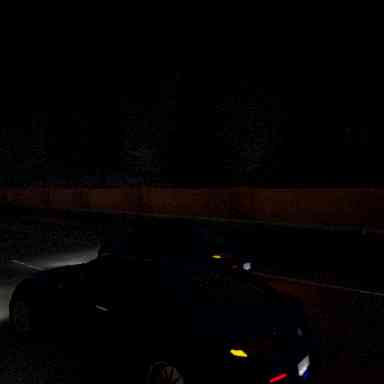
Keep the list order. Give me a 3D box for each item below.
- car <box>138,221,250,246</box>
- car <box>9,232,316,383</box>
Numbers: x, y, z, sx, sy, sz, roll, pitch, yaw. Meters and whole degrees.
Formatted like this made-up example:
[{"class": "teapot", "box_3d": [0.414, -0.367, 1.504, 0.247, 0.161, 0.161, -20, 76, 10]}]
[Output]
[{"class": "car", "box_3d": [-0.560, 1.507, 8.964, 4.674, 1.442, 1.812, 0, 0, 38]}, {"class": "car", "box_3d": [-0.727, 1.514, 4.678, 4.674, 1.442, 1.812, 0, 0, 37]}]
